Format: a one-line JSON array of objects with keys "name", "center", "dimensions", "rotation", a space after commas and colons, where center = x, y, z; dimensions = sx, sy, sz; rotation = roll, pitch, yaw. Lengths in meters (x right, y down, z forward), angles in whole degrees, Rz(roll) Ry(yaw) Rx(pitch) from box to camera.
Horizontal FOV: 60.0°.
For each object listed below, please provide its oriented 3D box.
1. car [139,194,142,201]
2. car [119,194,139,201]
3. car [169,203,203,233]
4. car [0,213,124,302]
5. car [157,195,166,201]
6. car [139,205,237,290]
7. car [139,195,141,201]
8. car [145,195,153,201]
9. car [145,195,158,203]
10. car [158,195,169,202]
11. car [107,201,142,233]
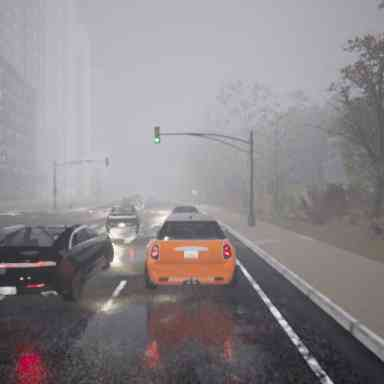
[{"name": "car", "center": [-11.192, 1.375, 66.355], "dimensions": [2.150, 2.045, 5.566], "rotation": [0, 0, -7]}, {"name": "car", "center": [-8.941, 1.471, 46.160], "dimensions": [2.097, 1.767, 4.553], "rotation": [0, 0, -6]}, {"name": "car", "center": [-0.447, 1.535, 20.952], "dimensions": [1.882, 1.535, 5.008], "rotation": [0, 0, -2]}, {"name": "car", "center": [-3.283, 1.517, 8.257], "dimensions": [2.128, 1.511, 4.902], "rotation": [0, 0, -1]}, {"name": "car", "center": [-8.157, 1.539, 88.487], "dimensions": [1.812, 1.442, 4.674], "rotation": [0, 0, -10]}, {"name": "car", "center": [-0.057, 1.379, 9.350], "dimensions": [2.097, 1.767, 4.553], "rotation": [0, 0, -1]}, {"name": "car", "center": [-9.983, 1.642, 56.060], "dimensions": [1.837, 1.490, 4.892], "rotation": [0, 0, -7]}, {"name": "car", "center": [-11.358, 1.494, 87.923], "dimensions": [1.882, 1.535, 5.008], "rotation": [0, 0, -10]}, {"name": "car", "center": [-9.593, 1.644, 77.611], "dimensions": [1.882, 1.535, 5.008], "rotation": [0, 0, -9]}, {"name": "car", "center": [-6.452, 1.759, 78.533], "dimensions": [1.895, 1.301, 4.718], "rotation": [0, 0, -10]}, {"name": "car", "center": [-4.080, 1.548, 20.063], "dimensions": [2.128, 1.511, 4.902], "rotation": [0, 0, -8]}]
